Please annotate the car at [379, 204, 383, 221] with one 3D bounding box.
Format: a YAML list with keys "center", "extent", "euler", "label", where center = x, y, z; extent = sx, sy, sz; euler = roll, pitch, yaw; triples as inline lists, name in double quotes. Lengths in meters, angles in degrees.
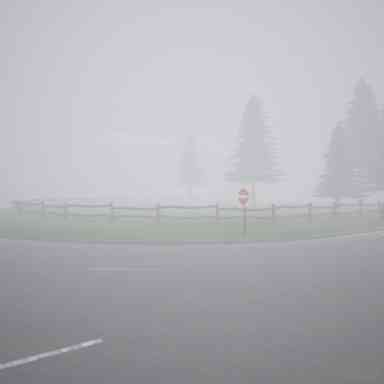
- center: [14.397, 1.250, 22.447]
  extent: [2.097, 1.767, 4.553]
  euler: [3, 2, 14]
  label: "car"
